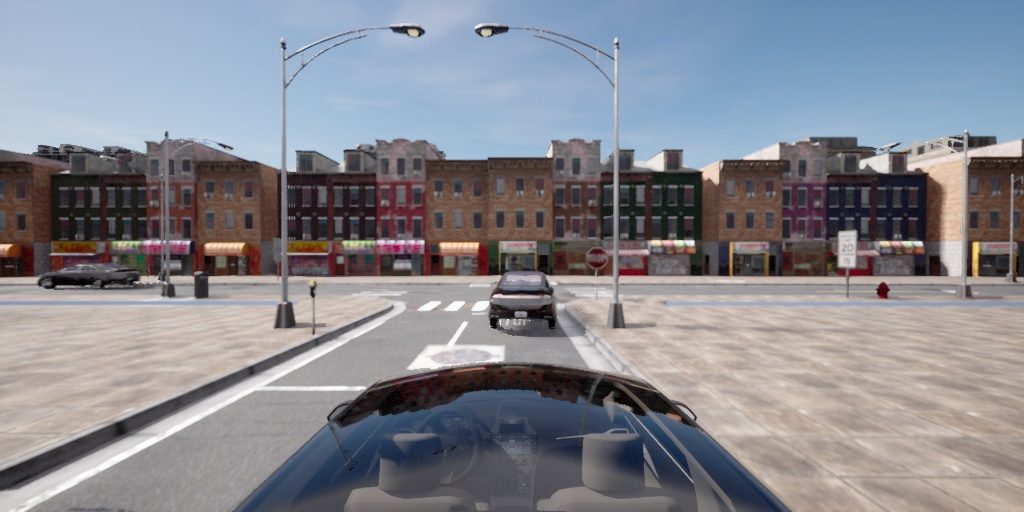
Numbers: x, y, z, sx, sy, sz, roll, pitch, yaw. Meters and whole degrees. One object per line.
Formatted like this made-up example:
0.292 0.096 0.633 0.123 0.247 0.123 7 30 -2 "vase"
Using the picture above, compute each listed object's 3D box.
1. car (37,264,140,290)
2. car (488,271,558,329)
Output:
-25.553 1.213 21.710 4.902 1.511 2.128 0 1 0 "car"
0.413 1.227 11.283 2.128 1.511 4.902 0 0 5 "car"
